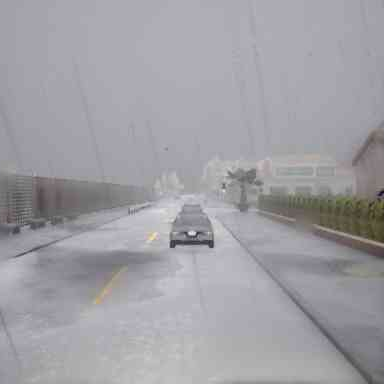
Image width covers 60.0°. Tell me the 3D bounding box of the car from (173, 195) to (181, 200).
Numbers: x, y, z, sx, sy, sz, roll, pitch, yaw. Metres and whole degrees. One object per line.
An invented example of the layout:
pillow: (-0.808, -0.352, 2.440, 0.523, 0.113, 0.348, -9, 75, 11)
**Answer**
car: (-4.000, 1.459, 90.333, 1.882, 1.535, 5.008, 0, 0, 0)

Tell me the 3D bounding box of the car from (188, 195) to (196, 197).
car: (0.000, 1.501, 85.734, 1.812, 1.442, 4.674, 0, 0, 0)

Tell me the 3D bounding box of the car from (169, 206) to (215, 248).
car: (0.000, 1.561, 14.649, 2.033, 1.411, 5.357, 0, 0, 0)

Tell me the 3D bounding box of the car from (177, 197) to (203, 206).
car: (0.000, 1.493, 29.649, 2.128, 1.511, 4.902, 0, 0, 0)
